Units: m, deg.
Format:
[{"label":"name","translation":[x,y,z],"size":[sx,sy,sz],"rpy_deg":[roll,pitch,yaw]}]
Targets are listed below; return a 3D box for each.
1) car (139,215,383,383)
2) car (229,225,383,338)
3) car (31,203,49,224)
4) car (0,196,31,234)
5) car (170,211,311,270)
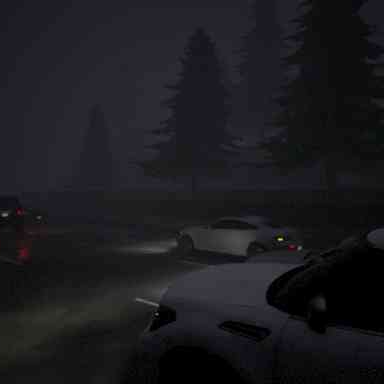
[{"label":"car","translation":[2.121,1.227,2.549],"size":[5.566,2.045,2.150],"rpy_deg":[0,0,36]},{"label":"car","translation":[3.176,1.536,6.129],"size":[4.674,1.442,1.812],"rpy_deg":[0,0,36]},{"label":"car","translation":[-11.864,1.533,24.017],"size":[1.812,1.442,4.674],"rpy_deg":[0,0,-44]},{"label":"car","translation":[-11.117,1.224,18.243],"size":[5.566,2.045,2.150],"rpy_deg":[0,0,44]},{"label":"car","translation":[1.556,1.538,11.778],"size":[4.674,1.442,1.812],"rpy_deg":[0,0,38]}]
